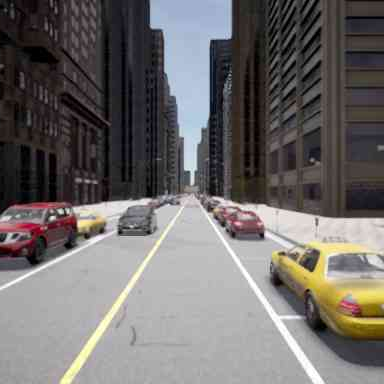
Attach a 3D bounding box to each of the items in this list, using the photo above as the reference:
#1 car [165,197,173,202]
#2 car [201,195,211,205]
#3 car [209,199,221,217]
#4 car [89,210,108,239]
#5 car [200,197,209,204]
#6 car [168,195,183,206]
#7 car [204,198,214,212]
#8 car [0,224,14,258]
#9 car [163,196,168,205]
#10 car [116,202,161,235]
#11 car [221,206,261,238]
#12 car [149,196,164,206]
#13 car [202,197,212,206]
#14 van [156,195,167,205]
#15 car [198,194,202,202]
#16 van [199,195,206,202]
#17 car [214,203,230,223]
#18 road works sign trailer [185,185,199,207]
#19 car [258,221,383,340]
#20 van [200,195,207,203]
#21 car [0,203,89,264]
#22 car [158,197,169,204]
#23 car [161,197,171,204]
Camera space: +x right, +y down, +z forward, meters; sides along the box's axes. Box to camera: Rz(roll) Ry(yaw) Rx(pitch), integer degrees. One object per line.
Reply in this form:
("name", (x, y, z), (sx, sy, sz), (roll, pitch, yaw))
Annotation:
("car", (-5.766, 1.887, 85.199), (1.802, 1.307, 4.206), (0, 0, 0))
("car", (2.761, 1.617, 51.505), (1.967, 1.590, 4.097), (0, 0, 0))
("car", (2.762, 1.620, 29.200), (1.752, 1.417, 4.829), (0, 0, 0))
("car", (-5.763, 1.581, 17.610), (1.752, 1.417, 4.829), (0, 0, 0))
("car", (2.760, 1.812, 73.980), (2.008, 1.369, 4.403), (0, 0, 0))
("car", (-3.047, 1.715, 60.490), (1.837, 1.490, 4.892), (0, 0, 1))
("car", (2.761, 1.701, 40.268), (1.947, 1.339, 4.313), (0, 0, 0))
("car", (-5.762, 1.572, 6.543), (2.008, 1.369, 4.403), (0, 0, 0))
("car", (-5.765, 1.763, 57.108), (1.947, 1.339, 4.313), (0, 0, 0))
("car", (-3.101, 1.567, 19.537), (1.837, 1.490, 4.892), (0, 0, 0))
("car", (2.762, 1.639, 17.793), (1.802, 1.307, 4.206), (0, 0, 0))
("car", (-5.764, 1.759, 51.489), (1.802, 1.307, 4.206), (0, 0, 0))
("car", (2.761, 1.701, 45.886), (1.887, 1.381, 4.507), (0, 0, 0))
("van", (-5.765, 1.560, 62.727), (1.690, 1.788, 3.998), (0, 0, 0))
("car", (2.760, 1.534, 62.743), (2.192, 1.841, 5.009), (0, 0, 0))
("van", (2.759, 1.647, 85.218), (1.690, 1.788, 3.998), (0, 0, 0))
("car", (2.762, 1.657, 23.411), (1.802, 1.307, 4.206), (0, 0, 0))
("road works sign trailer", (-0.002, 0.649, 53.569), (2.380, 3.560, 2.880), (0, 0, 0))
("car", (2.763, 1.547, 6.725), (1.752, 1.417, 4.829), (0, 0, 0))
("van", (2.759, 1.625, 79.600), (1.690, 1.788, 3.998), (0, 0, 0))
("car", (-5.762, 1.354, 12.162), (2.192, 1.841, 5.009), (0, 0, 0))
("car", (-5.765, 1.785, 68.344), (1.887, 1.381, 4.507), (0, 0, 0))
("car", (-5.765, 1.827, 73.963), (1.947, 1.339, 4.313), (0, 0, 0))
